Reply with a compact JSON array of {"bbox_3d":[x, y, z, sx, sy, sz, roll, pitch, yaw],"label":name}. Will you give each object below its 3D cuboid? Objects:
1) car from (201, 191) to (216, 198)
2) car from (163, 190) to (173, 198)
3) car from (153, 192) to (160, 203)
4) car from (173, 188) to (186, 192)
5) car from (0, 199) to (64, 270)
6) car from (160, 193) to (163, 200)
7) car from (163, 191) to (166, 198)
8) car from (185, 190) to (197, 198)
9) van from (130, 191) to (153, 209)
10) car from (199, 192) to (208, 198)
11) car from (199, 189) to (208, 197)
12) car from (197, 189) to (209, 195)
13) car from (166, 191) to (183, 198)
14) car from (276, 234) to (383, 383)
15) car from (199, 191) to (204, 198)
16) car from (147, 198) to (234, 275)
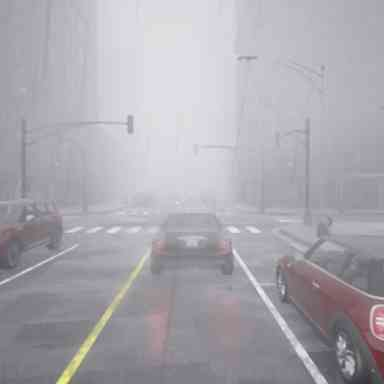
[{"bbox_3d":[2.667,0.979,49.102,1.752,1.417,4.829,0,1,0],"label":"car"},{"bbox_3d":[-5.860,0.395,82.478,2.192,1.841,5.009,0,1,0],"label":"car"},{"bbox_3d":[-5.860,0.833,43.310,2.192,1.841,5.009,0,1,0],"label":"car"},{"bbox_3d":[-3.002,0.032,72.425,2.150,2.045,5.566,0,1,0],"label":"car"},{"bbox_3d":[-5.859,1.195,10.768,2.192,1.841,5.009,0,1,0],"label":"car"},{"bbox_3d":[-5.859,0.896,48.907,1.967,1.590,4.097,0,1,0],"label":"car"},{"bbox_3d":[-5.859,0.938,54.504,1.887,1.381,4.507,0,1,0],"label":"car"},{"bbox_3d":[0.043,0.776,67.278,1.812,1.442,4.674,0,0,1],"label":"car"},{"bbox_3d":[-5.859,0.921,37.714,1.690,1.788,3.998,0,1,0],"label":"van"},{"bbox_3d":[2.666,0.724,76.902,1.802,1.307,4.206,0,1,0],"label":"car"},{"bbox_3d":[2.998,0.234,88.720,2.150,2.045,5.566,0,1,0],"label":"car"},{"bbox_3d":[2.666,0.582,65.711,2.192,1.841,5.009,0,1,0],"label":"car"},{"bbox_3d":[-3.068,0.915,56.739,2.033,1.411,5.357,0,1,1],"label":"car"},{"bbox_3d":[2.668,1.381,5.272,1.967,1.590,4.097,0,1,0],"label":"car"},{"bbox_3d":[2.667,0.944,54.526,2.008,1.369,4.403,0,1,0],"label":"car"},{"bbox_3d":[0.009,1.238,10.195,2.097,1.767,4.553,0,1,0],"label":"car"}]
